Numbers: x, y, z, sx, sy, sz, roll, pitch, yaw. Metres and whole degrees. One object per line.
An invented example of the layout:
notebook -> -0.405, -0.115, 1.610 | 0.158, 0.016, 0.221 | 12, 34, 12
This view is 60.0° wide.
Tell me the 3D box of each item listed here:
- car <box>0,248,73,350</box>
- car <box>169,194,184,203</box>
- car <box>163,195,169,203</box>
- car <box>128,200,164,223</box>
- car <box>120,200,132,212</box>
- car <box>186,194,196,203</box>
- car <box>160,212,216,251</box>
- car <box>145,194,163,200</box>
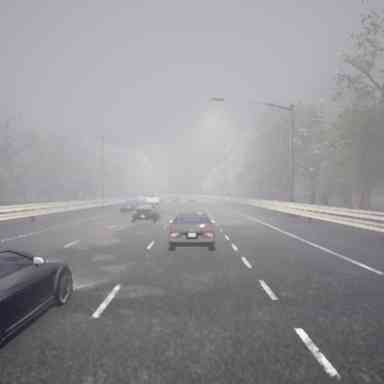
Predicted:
car -> -3.503, 1.571, 5.359 | 1.994, 1.385, 4.181 | 0, 0, 0
car -> -3.523, 1.703, 76.460 | 2.033, 1.411, 5.357 | 0, 0, 0
car -> -7.023, 1.759, 76.561 | 1.895, 1.301, 4.718 | 0, 0, 0
car -> -3.509, 1.574, 26.069 | 1.812, 1.442, 4.674 | 0, 0, 0
car -> -7.011, 1.640, 38.714 | 1.994, 1.385, 4.181 | 0, 0, 0
car -> -0.024, 1.758, 76.441 | 1.895, 1.301, 4.718 | 0, 0, 0
car -> -0.003, 1.571, 14.281 | 2.033, 1.411, 5.357 | 0, 0, 0
car -> -7.019, 1.345, 59.481 | 2.150, 2.045, 5.566 | 0, 0, 0
